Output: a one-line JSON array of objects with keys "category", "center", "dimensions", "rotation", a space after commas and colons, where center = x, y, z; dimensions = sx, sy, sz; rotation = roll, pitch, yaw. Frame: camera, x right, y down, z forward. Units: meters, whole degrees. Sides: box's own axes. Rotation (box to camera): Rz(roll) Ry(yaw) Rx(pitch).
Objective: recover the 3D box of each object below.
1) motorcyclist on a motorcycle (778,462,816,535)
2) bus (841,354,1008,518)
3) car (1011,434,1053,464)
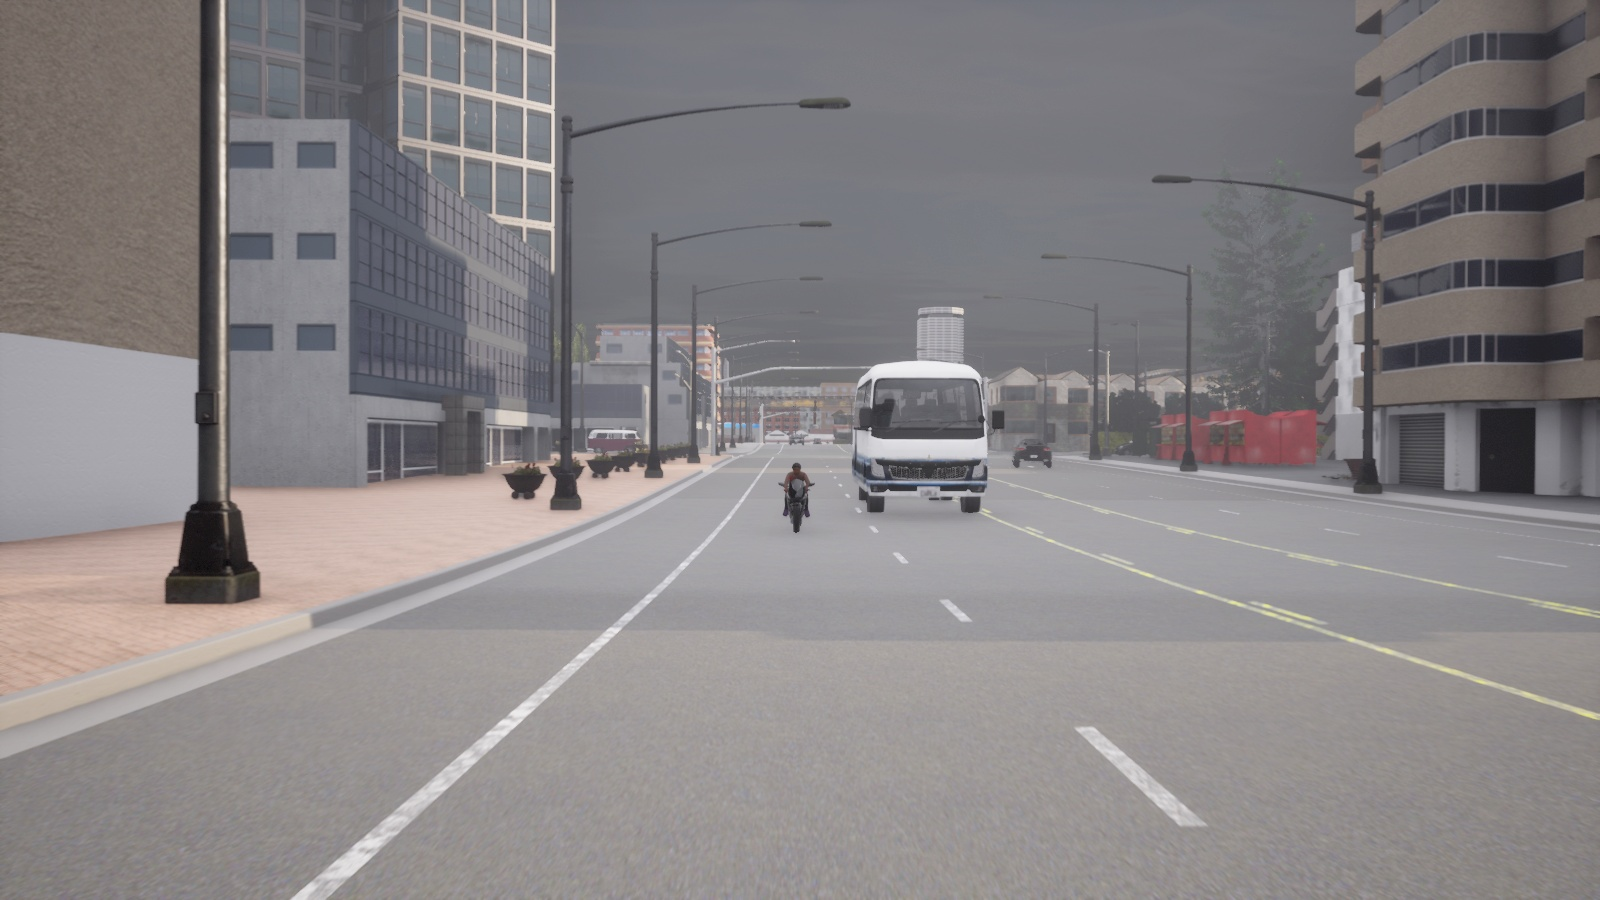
[{"category": "motorcyclist on a motorcycle", "center": [-0.067, 1.044, 27.809], "dimensions": [0.797, 1.523, 2.044], "rotation": [0, 0, 0]}, {"category": "bus", "center": [3.403, -0.457, 37.716], "dimensions": [3.944, 4.253, 10.273], "rotation": [0, 1, 0]}, {"category": "car", "center": [13.663, -0.100, 74.174], "dimensions": [2.152, 1.651, 5.027], "rotation": [0, 1, 8]}]
